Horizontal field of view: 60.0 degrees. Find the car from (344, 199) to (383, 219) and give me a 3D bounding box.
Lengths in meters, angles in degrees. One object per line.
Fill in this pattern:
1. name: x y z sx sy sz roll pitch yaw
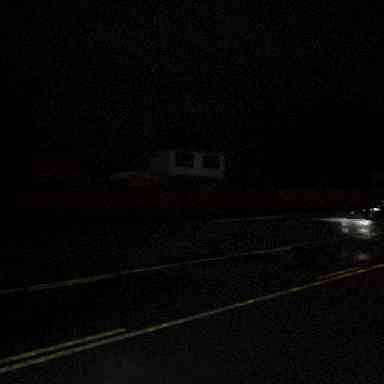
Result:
1. car: 14.366 1.348 27.101 4.892 1.490 1.837 0 0 -35
